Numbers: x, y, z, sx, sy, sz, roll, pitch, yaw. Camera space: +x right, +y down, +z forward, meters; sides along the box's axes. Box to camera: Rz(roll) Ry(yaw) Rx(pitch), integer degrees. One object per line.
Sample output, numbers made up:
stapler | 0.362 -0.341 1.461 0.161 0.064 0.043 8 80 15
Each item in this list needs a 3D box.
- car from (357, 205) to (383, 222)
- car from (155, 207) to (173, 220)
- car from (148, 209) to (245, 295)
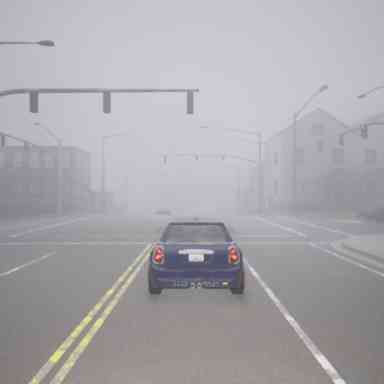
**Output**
car | 16.639 1.700 27.342 5.357 1.411 2.033 0 0 -1
car | -3.541 2.805 42.242 1.895 1.301 4.718 0 -9 0
car | 0.106 1.402 9.033 2.097 1.767 4.553 0 0 0
